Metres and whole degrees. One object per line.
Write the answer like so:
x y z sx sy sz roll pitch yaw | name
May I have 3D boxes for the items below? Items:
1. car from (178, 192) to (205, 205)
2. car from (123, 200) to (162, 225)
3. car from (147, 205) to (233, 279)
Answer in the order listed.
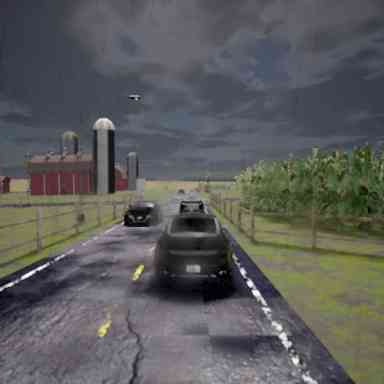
-0.010 1.039 26.540 2.128 1.511 4.902 0 1 0 | car
-2.918 1.213 20.573 1.994 1.385 4.181 0 1 0 | car
0.045 1.341 9.475 1.837 1.490 4.892 0 1 0 | car
